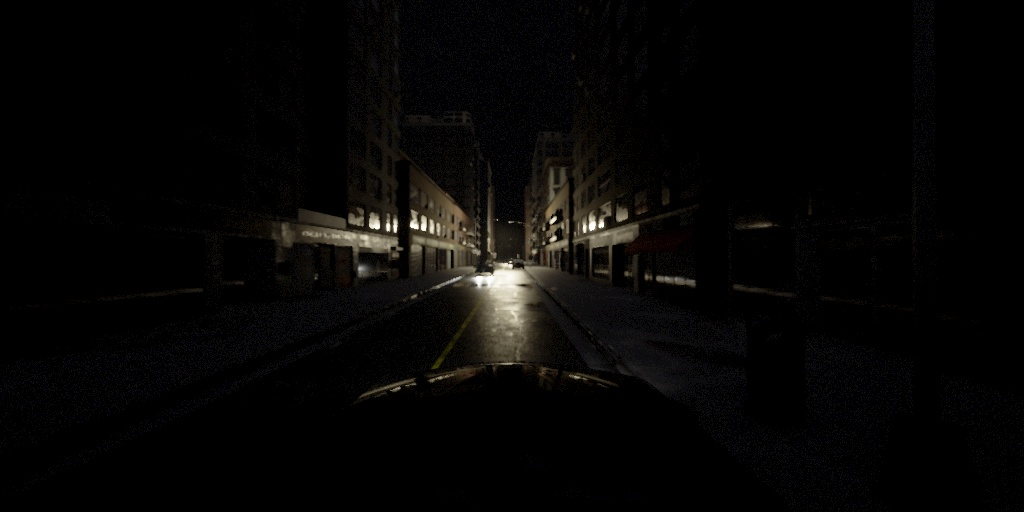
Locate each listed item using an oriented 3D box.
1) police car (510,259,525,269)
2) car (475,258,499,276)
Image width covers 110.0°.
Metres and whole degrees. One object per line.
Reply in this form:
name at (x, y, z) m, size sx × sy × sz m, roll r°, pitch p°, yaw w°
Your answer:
police car at (0.975, 1.221, 55.877) m, size 1.930 × 1.638 × 5.238 m, roll 0°, pitch 0°, yaw 0°
car at (-2.827, 1.265, 38.552) m, size 2.128 × 1.511 × 4.902 m, roll 0°, pitch 0°, yaw 0°
